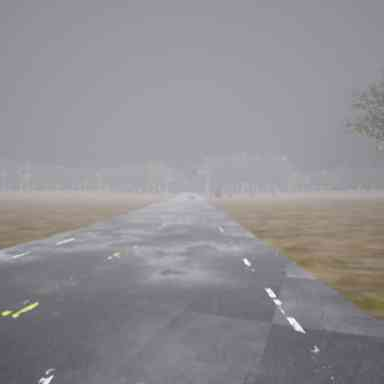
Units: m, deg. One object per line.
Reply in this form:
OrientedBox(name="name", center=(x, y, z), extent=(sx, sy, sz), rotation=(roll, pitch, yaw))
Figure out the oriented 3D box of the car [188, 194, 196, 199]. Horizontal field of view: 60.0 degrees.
OrientedBox(name="car", center=(-0.006, 1.325, 89.587), extent=(1.812, 1.442, 4.674), rotation=(0, 0, 0))
